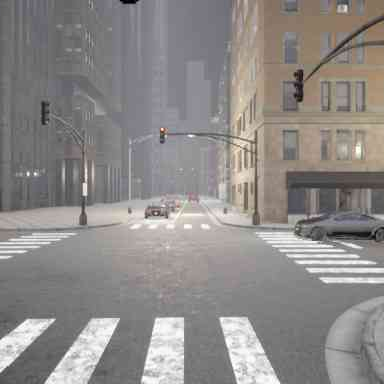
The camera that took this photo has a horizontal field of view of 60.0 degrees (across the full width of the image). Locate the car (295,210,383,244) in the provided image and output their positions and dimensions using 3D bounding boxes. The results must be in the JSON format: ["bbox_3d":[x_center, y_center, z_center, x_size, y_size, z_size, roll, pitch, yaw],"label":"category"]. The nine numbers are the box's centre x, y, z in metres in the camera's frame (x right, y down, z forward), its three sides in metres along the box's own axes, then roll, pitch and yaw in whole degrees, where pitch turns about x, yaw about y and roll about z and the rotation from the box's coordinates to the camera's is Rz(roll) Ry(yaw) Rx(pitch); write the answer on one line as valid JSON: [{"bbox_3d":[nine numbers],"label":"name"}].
[{"bbox_3d":[7.002,1.567,15.527,4.181,1.385,1.994,0,0,7],"label":"car"}]

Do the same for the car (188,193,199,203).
[{"bbox_3d":[0.345,1.200,70.258,2.150,2.045,5.566,0,0,0],"label":"car"}]

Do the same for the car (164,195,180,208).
[{"bbox_3d":[-2.900,1.367,49.180,2.097,1.767,4.553,0,0,0],"label":"car"}]

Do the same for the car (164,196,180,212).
[{"bbox_3d":[-2.943,1.504,39.282,2.128,1.511,4.902,0,0,0],"label":"car"}]

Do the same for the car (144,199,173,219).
[{"bbox_3d":[-2.986,1.573,29.427,1.994,1.385,4.181,0,0,0],"label":"car"}]
